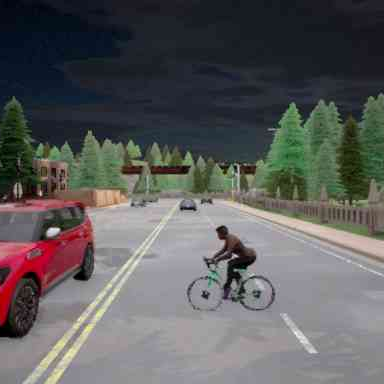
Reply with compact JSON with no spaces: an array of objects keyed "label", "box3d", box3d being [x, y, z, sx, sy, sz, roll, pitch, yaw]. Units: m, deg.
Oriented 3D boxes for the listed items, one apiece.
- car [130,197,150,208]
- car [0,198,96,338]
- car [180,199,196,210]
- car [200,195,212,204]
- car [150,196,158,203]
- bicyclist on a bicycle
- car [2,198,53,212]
[{"label":"car","box3d":[-7.805,1.493,48.713,2.128,1.511,4.902,0,0,-1]},{"label":"car","box3d":[-3.673,1.222,6.946,2.150,2.045,5.566,0,0,-1]},{"label":"car","box3d":[-0.504,1.564,41.679,1.994,1.385,4.181,0,0,-1]},{"label":"car","box3d":[2.680,1.352,62.983,2.097,1.767,4.553,0,0,-1]},{"label":"car","box3d":[-8.000,1.575,68.225,1.994,1.385,4.181,0,0,-1]},{"label":"bicyclist on a bicycle","box3d":[0.732,1.452,6.245,1.656,1.620,0.582,-1,0,-1]},{"label":"car","box3d":[-18.275,1.464,37.084,4.892,1.490,1.837,0,1,3]}]
